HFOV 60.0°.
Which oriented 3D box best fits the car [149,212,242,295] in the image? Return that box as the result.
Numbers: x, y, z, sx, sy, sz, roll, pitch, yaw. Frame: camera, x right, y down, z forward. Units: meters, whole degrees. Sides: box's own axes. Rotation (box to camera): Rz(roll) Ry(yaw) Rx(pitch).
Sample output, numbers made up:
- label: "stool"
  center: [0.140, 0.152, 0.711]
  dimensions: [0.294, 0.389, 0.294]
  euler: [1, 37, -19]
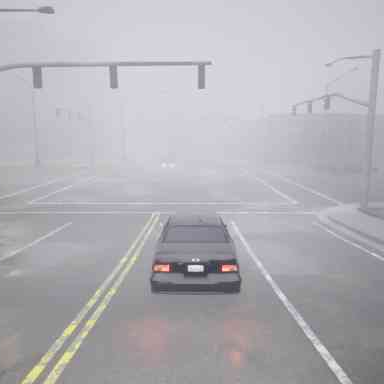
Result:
- label: "car"
  center: [0.080, 1.217, 8.409]
  dimensions: [2.033, 1.411, 5.357]
  euler: [0, 4, 0]

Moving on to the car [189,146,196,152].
- label: "car"
  center: [0.066, -11.807, 91.155]
  dimensions: [1.994, 1.385, 4.181]
  euler: [0, 9, 0]

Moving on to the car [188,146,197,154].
- label: "car"
  center: [0.059, -10.320, 81.097]
  dimensions: [2.097, 1.767, 4.553]
  euler: [0, 9, 0]

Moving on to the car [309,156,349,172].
- label: "car"
  center: [15.573, -3.195, 37.332]
  dimensions: [4.553, 1.767, 2.097]
  euler: [0, 9, 0]

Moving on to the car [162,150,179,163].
- label: "car"
  center: [-3.559, -5.307, 51.535]
  dimensions: [2.033, 1.411, 5.357]
  euler: [0, 9, 0]

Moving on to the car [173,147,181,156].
- label: "car"
  center: [-3.523, -6.892, 61.013]
  dimensions: [1.837, 1.490, 4.892]
  euler: [0, 9, 0]

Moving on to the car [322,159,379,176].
- label: "car"
  center: [16.268, -2.387, 33.918]
  dimensions: [4.718, 1.301, 1.895]
  euler: [0, 9, -1]

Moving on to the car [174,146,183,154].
- label: "car"
  center: [-3.449, -8.516, 71.208]
  dimensions: [2.033, 1.411, 5.357]
  euler: [0, 9, 0]
